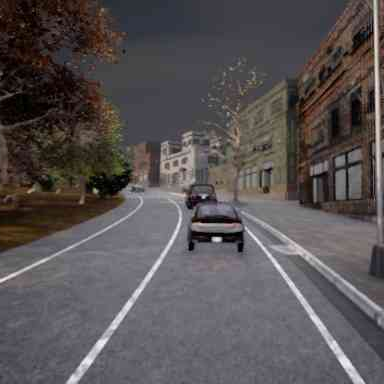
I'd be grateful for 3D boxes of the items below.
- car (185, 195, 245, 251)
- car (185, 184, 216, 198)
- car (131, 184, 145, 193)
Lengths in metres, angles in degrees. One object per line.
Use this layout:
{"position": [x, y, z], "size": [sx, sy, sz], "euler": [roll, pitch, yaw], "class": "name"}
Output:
{"position": [0.833, 1.110, 12.277], "size": [2.128, 1.511, 4.902], "euler": [1, 2, 2], "class": "car"}
{"position": [0.649, 0.358, 26.200], "size": [2.150, 2.045, 5.566], "euler": [1, 2, -4], "class": "car"}
{"position": [-9.218, -0.581, 56.910], "size": [1.812, 1.442, 4.674], "euler": [2, 2, -19], "class": "car"}
